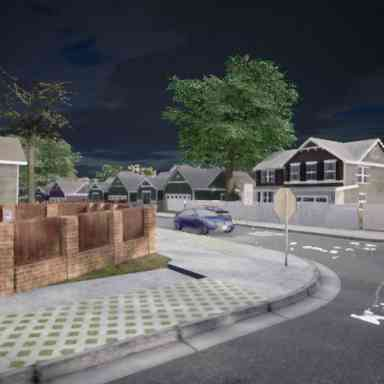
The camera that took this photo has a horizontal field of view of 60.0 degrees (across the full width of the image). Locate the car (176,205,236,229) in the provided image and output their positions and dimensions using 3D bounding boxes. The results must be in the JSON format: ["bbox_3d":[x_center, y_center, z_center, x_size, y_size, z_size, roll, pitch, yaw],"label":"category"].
[{"bbox_3d":[0.889,1.740,24.550,2.128,1.511,4.902,1,-1,-31],"label":"car"}]

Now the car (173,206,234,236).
[{"bbox_3d":[0.537,1.676,19.827,1.812,1.442,4.674,1,-1,-32],"label":"car"}]
